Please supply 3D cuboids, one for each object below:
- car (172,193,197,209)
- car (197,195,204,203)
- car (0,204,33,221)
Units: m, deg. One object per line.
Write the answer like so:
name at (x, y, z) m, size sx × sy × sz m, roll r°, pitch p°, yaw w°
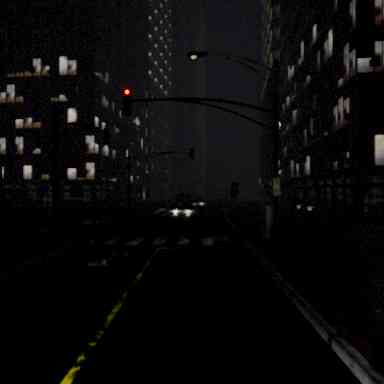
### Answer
car at (-1.078, 1.092, 43.257) m, size 2.150 × 2.045 × 5.566 m, roll 0°, pitch 0°, yaw 7°
car at (1.267, 1.262, 64.114) m, size 1.882 × 1.535 × 5.008 m, roll 0°, pitch 0°, yaw 8°
car at (-16.426, 1.785, 29.545) m, size 4.403 × 1.369 × 2.008 m, roll -1°, pitch 1°, yaw 10°
